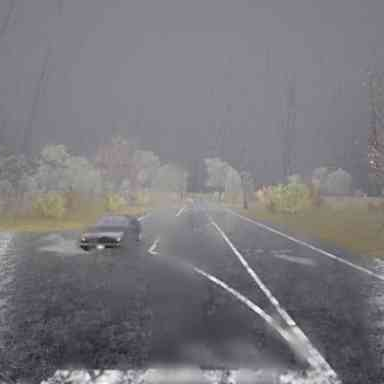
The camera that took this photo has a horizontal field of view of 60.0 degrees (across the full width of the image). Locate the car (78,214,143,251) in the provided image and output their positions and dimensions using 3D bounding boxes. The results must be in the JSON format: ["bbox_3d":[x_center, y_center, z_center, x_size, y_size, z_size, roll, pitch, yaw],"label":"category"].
[{"bbox_3d":[-3.442,1.736,15.187,2.033,1.411,5.357,0,-1,0],"label":"car"}]
